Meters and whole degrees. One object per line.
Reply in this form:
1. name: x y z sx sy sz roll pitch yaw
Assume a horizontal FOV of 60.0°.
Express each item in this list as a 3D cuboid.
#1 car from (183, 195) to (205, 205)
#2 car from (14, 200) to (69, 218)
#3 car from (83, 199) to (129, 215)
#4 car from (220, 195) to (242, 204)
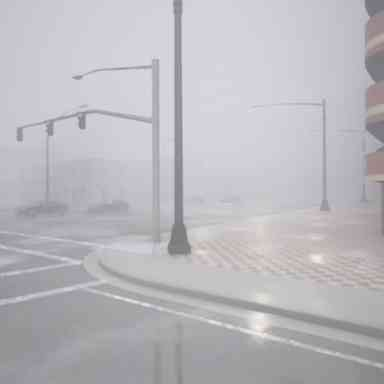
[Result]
1. car: -0.130 1.205 49.946 2.033 1.411 5.357 0 1 37
2. car: -14.031 1.533 31.297 2.128 1.511 4.902 0 0 37
3. car: -8.426 1.447 32.964 2.128 1.511 4.902 0 1 37
4. car: 6.133 1.099 52.446 1.994 1.385 4.181 0 1 37
